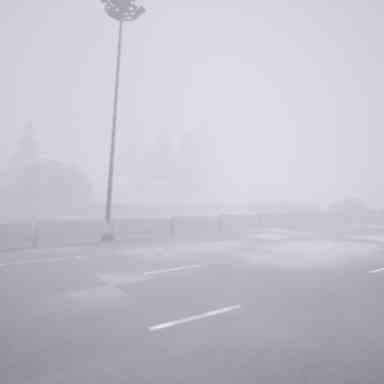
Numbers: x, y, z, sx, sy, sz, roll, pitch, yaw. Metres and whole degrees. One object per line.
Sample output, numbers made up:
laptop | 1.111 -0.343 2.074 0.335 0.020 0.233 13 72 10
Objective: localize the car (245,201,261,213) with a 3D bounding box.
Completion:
car | 9.324 1.952 45.038 5.008 1.535 1.882 1 -1 -35

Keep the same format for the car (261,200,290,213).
car | 11.408 1.825 42.226 4.553 1.767 2.097 1 -1 -35

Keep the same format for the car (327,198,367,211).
car | 17.855 1.749 38.222 5.566 2.045 2.150 2 -1 -35

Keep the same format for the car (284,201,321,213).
car | 13.398 2.034 39.348 4.181 1.385 1.994 1 -1 -35
